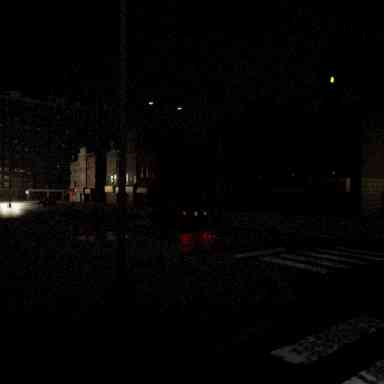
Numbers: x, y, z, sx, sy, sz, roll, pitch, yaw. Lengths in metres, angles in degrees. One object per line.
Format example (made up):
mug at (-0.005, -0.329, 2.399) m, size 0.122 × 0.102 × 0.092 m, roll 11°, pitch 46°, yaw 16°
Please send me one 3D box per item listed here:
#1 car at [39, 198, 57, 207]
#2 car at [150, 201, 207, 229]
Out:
car at (-23.401, 1.681, 53.908) m, size 2.033 × 1.411 × 5.357 m, roll 1°, pitch 0°, yaw -36°
car at (-0.999, 1.401, 22.338) m, size 2.097 × 1.767 × 4.553 m, roll 1°, pitch 0°, yaw -35°
